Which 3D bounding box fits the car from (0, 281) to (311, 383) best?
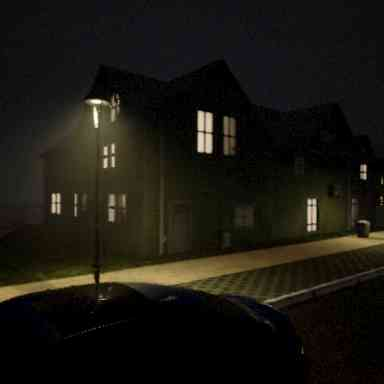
[{"bbox_3d":[-1.024,1.530,2.424,4.674,1.442,1.812,1,0,-36],"label":"car"}]
